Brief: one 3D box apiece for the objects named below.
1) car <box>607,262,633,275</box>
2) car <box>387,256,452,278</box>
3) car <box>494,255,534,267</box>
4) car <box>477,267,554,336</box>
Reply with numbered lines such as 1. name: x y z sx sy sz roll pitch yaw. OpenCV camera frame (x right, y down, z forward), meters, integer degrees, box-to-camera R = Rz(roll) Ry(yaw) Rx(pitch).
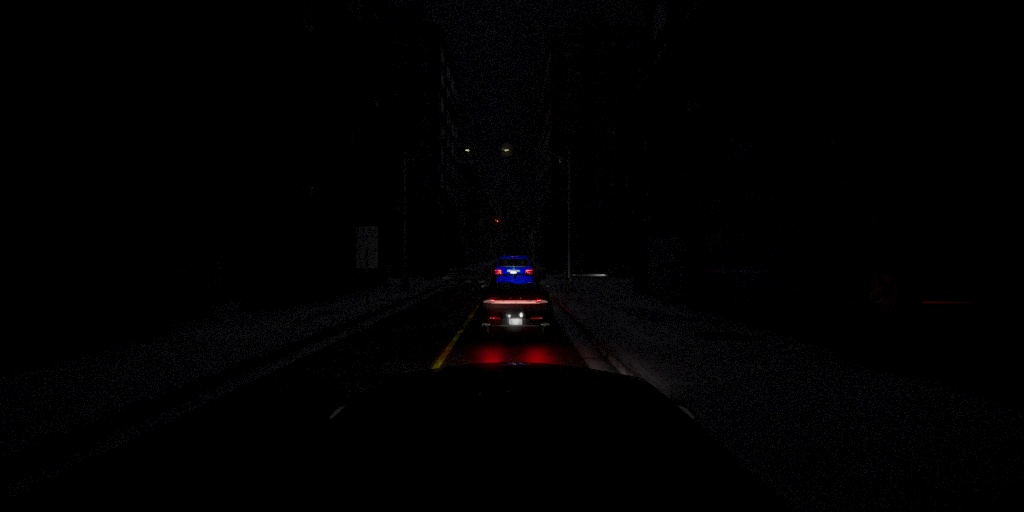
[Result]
1. car: 12.159 1.317 37.689 4.181 1.385 1.994 0 0 0
2. car: -8.638 0.975 34.479 5.566 2.045 2.150 0 0 6
3. car: 0.103 0.971 20.668 2.150 2.045 5.566 0 0 1
4. car: 0.098 1.241 10.356 2.128 1.511 4.902 0 0 0
